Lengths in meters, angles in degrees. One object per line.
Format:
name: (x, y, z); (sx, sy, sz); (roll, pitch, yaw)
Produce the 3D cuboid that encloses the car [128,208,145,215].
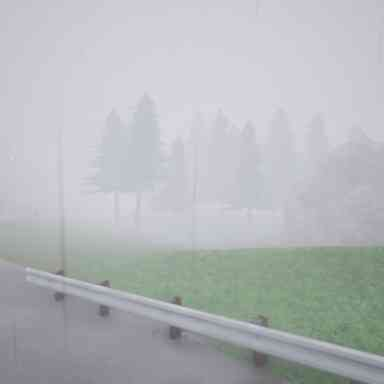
car: (-12.783, 4.554, 78.556); (2.097, 1.767, 4.553); (0, -4, 41)
